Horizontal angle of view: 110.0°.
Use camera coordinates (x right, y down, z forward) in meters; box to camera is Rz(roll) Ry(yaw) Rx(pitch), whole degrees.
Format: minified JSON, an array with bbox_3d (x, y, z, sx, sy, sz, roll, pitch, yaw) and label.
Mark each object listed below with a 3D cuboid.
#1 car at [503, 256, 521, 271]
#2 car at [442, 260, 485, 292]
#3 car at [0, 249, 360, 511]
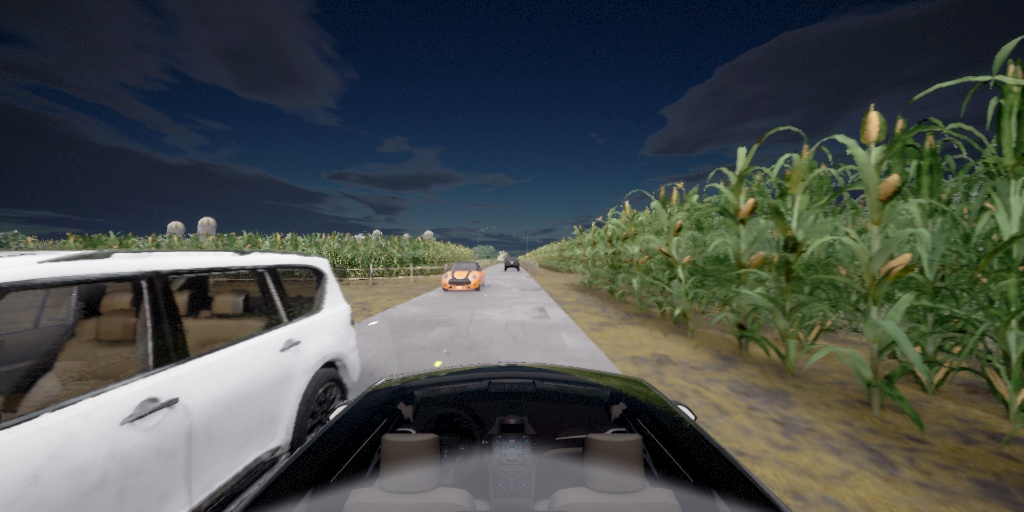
[{"bbox_3d":[-0.003,1.049,49.913,2.150,2.045,5.566,0,0,0],"label":"car"},{"bbox_3d":[-2.791,1.115,21.467,2.097,1.767,4.553,0,0,1],"label":"car"},{"bbox_3d":[-2.831,0.970,1.897,2.150,2.045,5.566,0,0,0],"label":"car"}]
